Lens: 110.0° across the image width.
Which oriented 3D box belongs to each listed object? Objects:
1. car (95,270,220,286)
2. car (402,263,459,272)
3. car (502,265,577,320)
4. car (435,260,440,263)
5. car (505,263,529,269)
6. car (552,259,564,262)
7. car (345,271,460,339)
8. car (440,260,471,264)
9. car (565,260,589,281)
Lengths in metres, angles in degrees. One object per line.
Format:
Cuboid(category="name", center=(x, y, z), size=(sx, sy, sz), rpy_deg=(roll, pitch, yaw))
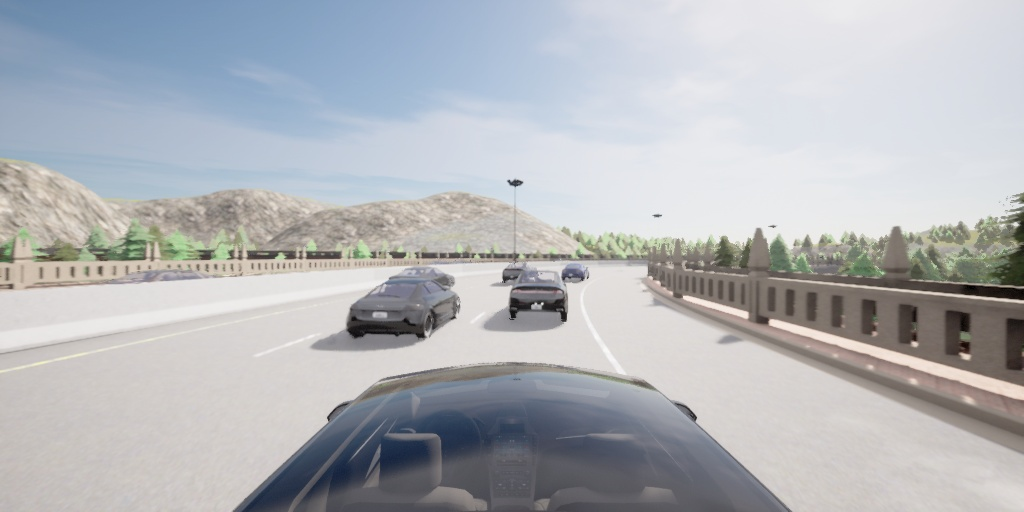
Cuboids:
Cuboid(category="car", center=(-13.223, 1.243, 13.478), size=(2.033, 1.411, 5.357), rpy_deg=(0, 0, 7))
Cuboid(category="car", center=(-4.879, 1.290, 19.892), size=(2.033, 1.411, 5.357), rpy_deg=(0, 0, 12))
Cuboid(category="car", center=(1.029, 1.256, 12.686), size=(2.128, 1.511, 4.902), rpy_deg=(0, 0, 8))
Cuboid(category="car", center=(-9.888, 1.291, 48.410), size=(2.033, 1.411, 5.357), rpy_deg=(0, 0, 26))
Cuboid(category="car", center=(0.682, 1.267, 27.207), size=(2.128, 1.511, 4.902), rpy_deg=(0, 0, 17))
Cuboid(category="car", center=(8.527, 1.354, 64.644), size=(1.837, 1.490, 4.892), rpy_deg=(0, -1, 33))
Cuboid(category="car", center=(-2.806, 1.308, 10.101), size=(1.994, 1.385, 4.181), rpy_deg=(0, 0, 5))
Cuboid(category="car", center=(-6.873, 1.281, 46.533), size=(1.812, 1.442, 4.674), rpy_deg=(0, 0, 27))
Cuboid(category="car", center=(5.381, 1.327, 30.295), size=(1.812, 1.442, 4.674), rpy_deg=(0, 0, 19))
